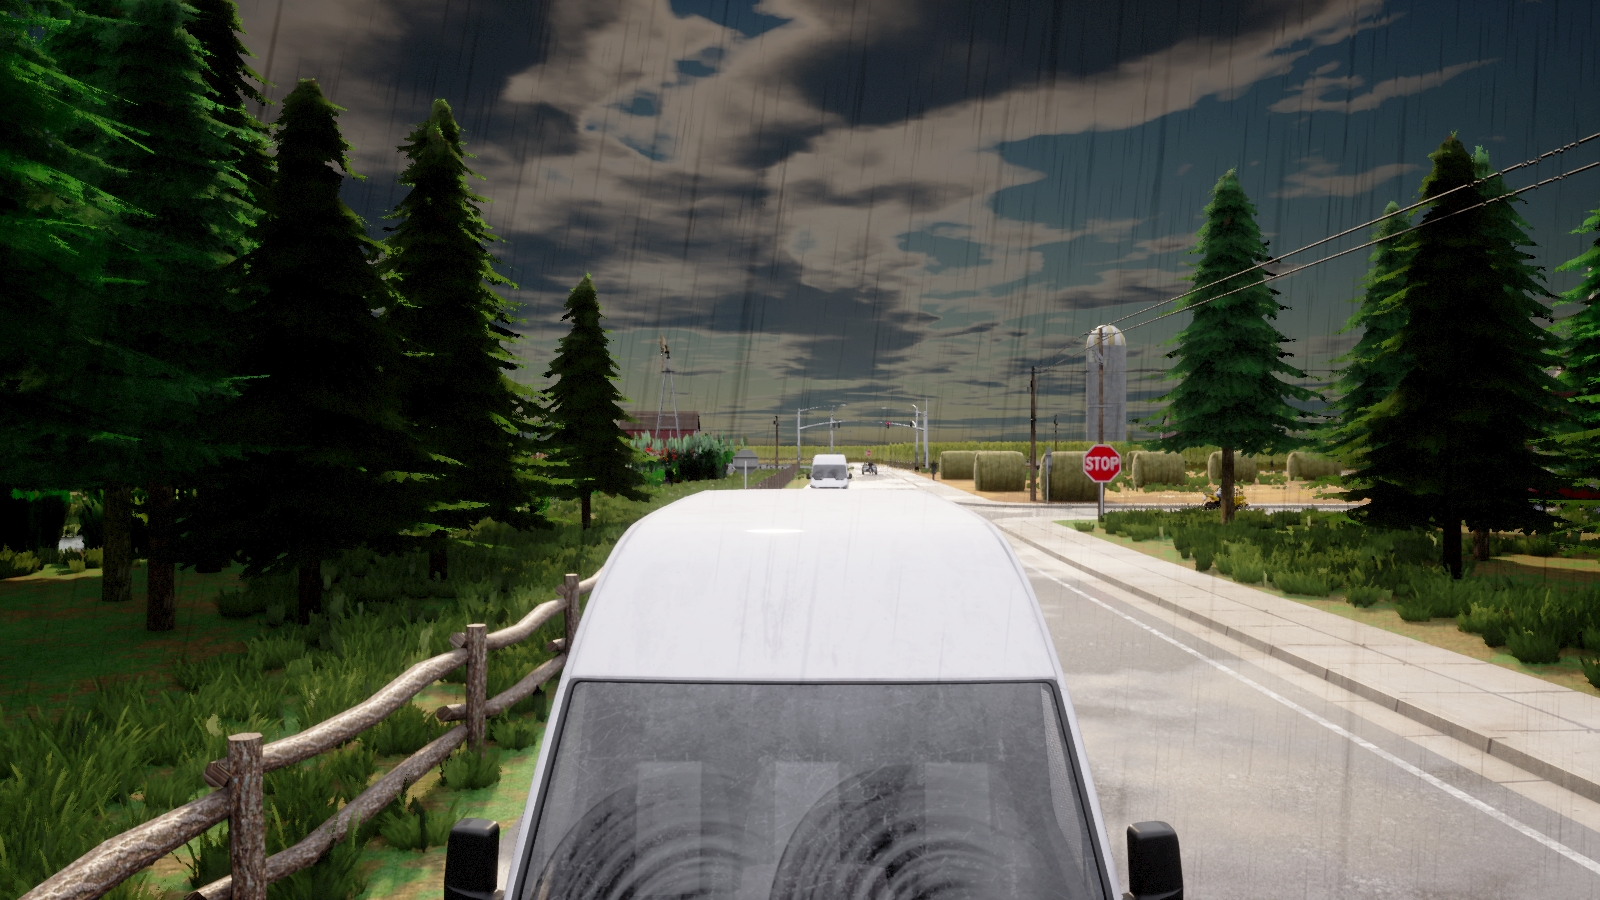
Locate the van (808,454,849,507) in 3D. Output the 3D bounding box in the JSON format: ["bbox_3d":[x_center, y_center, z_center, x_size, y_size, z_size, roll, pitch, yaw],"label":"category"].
[{"bbox_3d":[1.530,1.501,58.896,1.988,2.561,5.915,0,0,2],"label":"van"}]

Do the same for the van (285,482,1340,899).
[{"bbox_3d":[0.056,1.508,5.110,1.988,2.561,5.915,0,0,1],"label":"van"}]

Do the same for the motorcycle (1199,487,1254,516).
[{"bbox_3d":[18.295,2.186,49.010,2.033,1.199,0.803,0,0,-1],"label":"motorcycle"}]
